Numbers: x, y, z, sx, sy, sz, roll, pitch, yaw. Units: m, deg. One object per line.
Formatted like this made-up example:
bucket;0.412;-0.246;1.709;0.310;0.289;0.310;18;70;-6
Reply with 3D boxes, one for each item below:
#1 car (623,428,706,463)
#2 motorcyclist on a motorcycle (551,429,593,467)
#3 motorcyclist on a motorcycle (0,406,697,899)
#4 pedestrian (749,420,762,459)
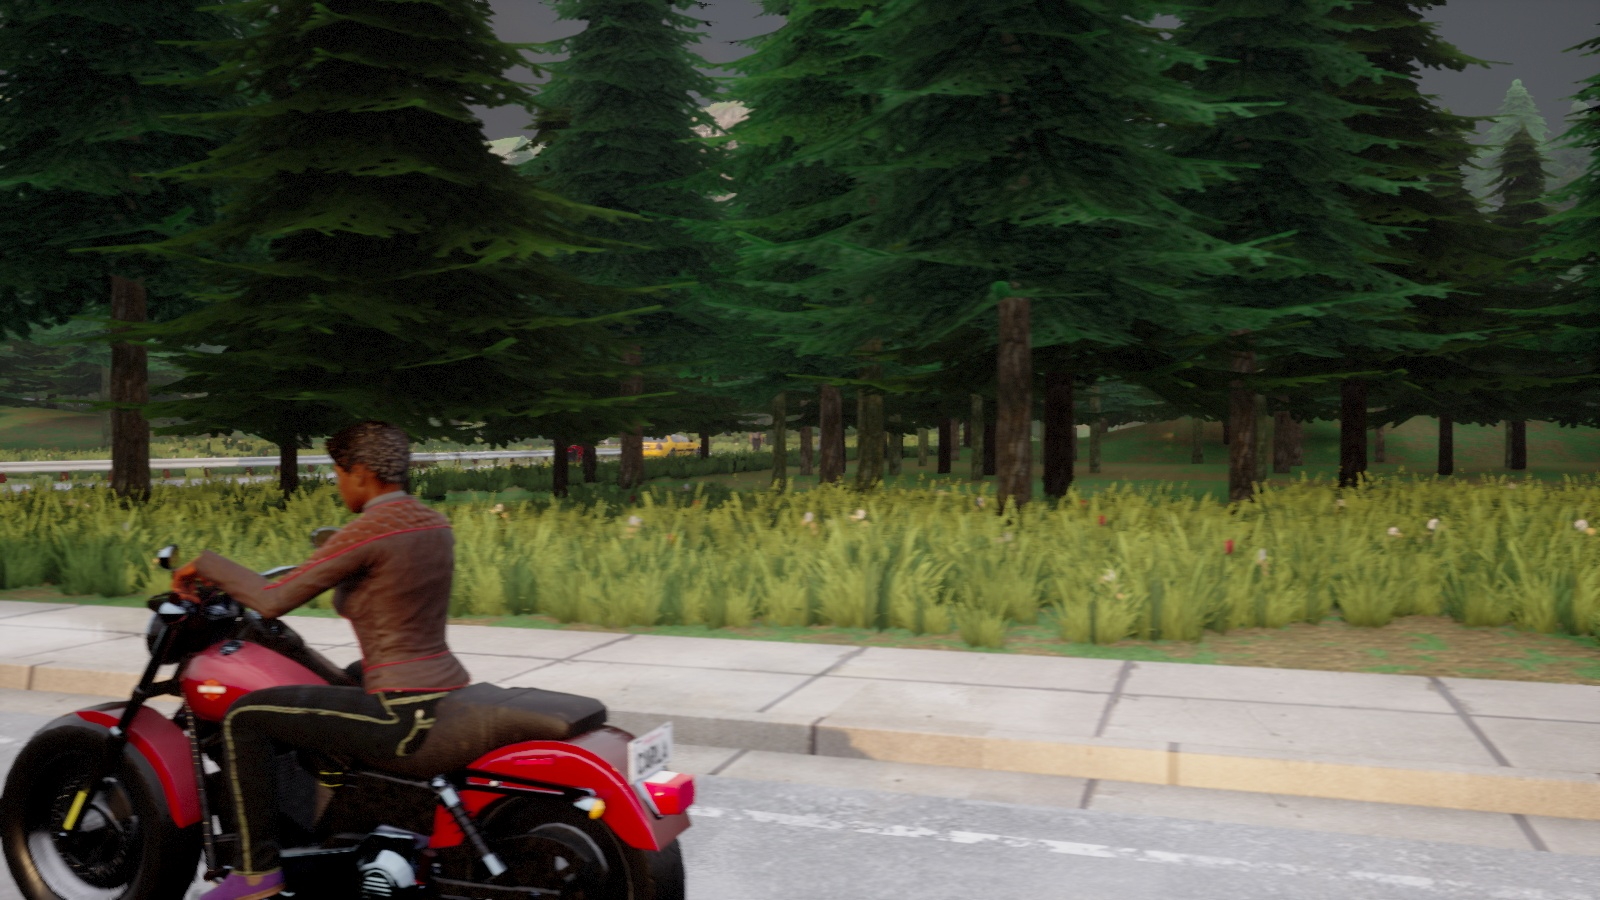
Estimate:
car;-6.461;-0.254;60.477;1.801;1.575;5.366;1;1;20
motorcyclist on a motorcycle;-9.457;-0.088;52.116;0.797;1.523;2.044;1;1;19
motorcyclist on a motorcycle;-1.541;0.712;3.711;2.350;1.649;0.766;0;1;19
pedestrian;-2.156;-0.519;60.710;0.540;1.848;0.694;0;1;-11
